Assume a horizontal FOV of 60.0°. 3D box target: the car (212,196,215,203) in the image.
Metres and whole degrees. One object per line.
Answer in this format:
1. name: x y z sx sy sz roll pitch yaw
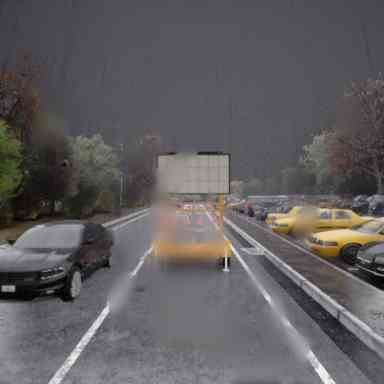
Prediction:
1. car: 7.341 1.504 66.937 5.566 2.045 2.435 0 0 0

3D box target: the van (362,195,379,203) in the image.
1. van: 20.029 1.343 33.450 4.442 1.987 1.878 0 0 0

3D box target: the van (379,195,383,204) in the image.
1. van: 20.242 1.329 30.678 4.442 1.987 1.878 0 0 0

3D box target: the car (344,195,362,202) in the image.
1. car: 20.138 1.333 36.219 5.566 2.045 2.435 0 0 0

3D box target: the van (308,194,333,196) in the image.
1. van: 20.386 1.433 50.194 4.442 1.987 1.878 0 0 0

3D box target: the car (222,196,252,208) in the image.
1. car: 7.179 1.555 53.056 4.553 1.767 2.185 0 0 0

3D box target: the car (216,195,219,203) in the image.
1. car: 7.246 1.710 58.607 5.008 1.535 2.097 0 0 0

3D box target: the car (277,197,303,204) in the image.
1. car: 20.416 1.788 69.439 5.008 1.535 2.097 0 -1 0

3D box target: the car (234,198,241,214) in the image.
1. car: 7.038 1.606 33.623 4.792 1.488 2.163 0 0 0

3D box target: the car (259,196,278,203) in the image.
1. car: 20.523 2.078 88.829 4.553 1.767 2.185 0 -1 0

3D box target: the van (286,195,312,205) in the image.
1. van: 20.487 1.506 63.919 4.442 1.987 1.878 0 0 0

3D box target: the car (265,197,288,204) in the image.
1. car: 20.487 2.027 80.516 4.892 1.521 2.231 0 -1 0

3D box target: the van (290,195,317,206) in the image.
1. van: 20.468 1.492 61.274 4.442 1.987 1.878 0 0 0

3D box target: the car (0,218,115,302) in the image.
1. car: -3.346 1.492 8.563 1.882 1.535 5.008 0 0 0

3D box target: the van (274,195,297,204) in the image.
1. van: 20.315 1.622 72.214 4.442 1.987 1.878 0 -1 0

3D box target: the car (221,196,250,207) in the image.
1. car: 7.199 1.570 55.832 4.553 1.767 2.185 0 0 0

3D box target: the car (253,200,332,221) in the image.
1. car: 6.979 1.527 22.518 4.892 1.521 2.231 0 0 0

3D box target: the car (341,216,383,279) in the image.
1. car: 6.889 1.554 8.649 4.892 1.521 2.231 0 0 0

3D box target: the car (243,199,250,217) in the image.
1. car: 7.056 1.577 28.070 4.792 1.488 2.163 0 0 0

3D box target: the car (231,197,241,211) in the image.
1. car: 7.058 1.621 36.399 4.792 1.488 2.163 0 0 0

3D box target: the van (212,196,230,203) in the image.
1. van: 7.573 1.930 86.349 4.442 1.987 1.878 0 -1 0

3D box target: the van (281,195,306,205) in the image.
1. van: 20.275 1.522 66.824 4.442 1.987 1.878 0 -1 0

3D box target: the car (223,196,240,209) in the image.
1. car: 6.943 1.619 41.952 5.366 1.575 1.946 0 0 0

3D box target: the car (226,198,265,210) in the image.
1. car: 7.155 1.637 44.727 4.892 1.521 2.231 0 0 0

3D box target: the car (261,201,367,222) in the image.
1. car: 7.150 1.521 19.749 5.366 1.575 1.946 0 0 0

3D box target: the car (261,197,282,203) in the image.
1. car: 20.530 2.147 86.181 5.008 1.535 2.097 0 -1 0

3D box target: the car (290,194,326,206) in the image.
1. car: 20.302 1.452 58.505 5.566 2.045 2.435 0 0 0

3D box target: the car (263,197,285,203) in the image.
1. car: 20.508 2.085 83.286 5.008 1.535 2.097 0 -1 0

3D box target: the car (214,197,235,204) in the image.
1. car: 7.377 1.958 75.241 4.674 1.452 2.002 0 -1 0

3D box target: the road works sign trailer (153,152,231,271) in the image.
1. road works sign trailer: 0.054 0.483 10.959 2.380 3.560 2.880 0 0 3

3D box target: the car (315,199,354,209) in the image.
1. car: 20.252 1.684 47.423 4.674 1.452 2.002 0 0 0

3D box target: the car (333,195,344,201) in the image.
1. car: 20.159 1.348 38.989 5.566 2.045 2.435 0 0 0

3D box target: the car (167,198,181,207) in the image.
1. car: -3.055 1.730 57.204 1.837 1.490 4.892 0 -1 0

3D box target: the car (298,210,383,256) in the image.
1. car: 6.718 1.540 11.426 5.366 1.575 1.946 0 0 0

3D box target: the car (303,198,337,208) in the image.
1. car: 20.287 1.713 52.837 4.674 1.452 2.002 0 0 0

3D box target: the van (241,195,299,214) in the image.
1. van: 7.163 1.336 30.847 4.442 1.987 1.878 0 0 0

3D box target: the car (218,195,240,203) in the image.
1. car: 7.004 1.663 50.280 5.366 1.575 1.946 0 0 0

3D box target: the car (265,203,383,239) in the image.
1. car: 6.760 1.524 17.099 5.366 1.575 1.946 0 0 0

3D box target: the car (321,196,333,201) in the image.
1. car: 20.222 1.628 44.528 5.008 1.535 2.097 0 0 0

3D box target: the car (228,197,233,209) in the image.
1. car: 7.079 1.636 39.175 4.792 1.488 2.163 0 0 0

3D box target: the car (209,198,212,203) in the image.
1. car: 7.441 2.096 83.569 5.008 1.535 2.097 0 -1 0

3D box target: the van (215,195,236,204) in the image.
1. van: 7.237 1.633 72.473 4.442 1.987 1.878 0 -1 0

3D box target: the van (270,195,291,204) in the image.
1. van: 20.590 1.741 77.751 4.442 1.987 1.878 0 -1 0

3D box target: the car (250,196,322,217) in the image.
1. car: 7.037 1.409 25.297 4.553 1.767 2.185 0 0 0

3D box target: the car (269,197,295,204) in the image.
1. car: 20.268 1.904 74.977 5.366 1.575 1.946 0 -1 0

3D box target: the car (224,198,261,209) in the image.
1. car: 7.163 1.652 47.503 4.892 1.521 2.231 0 0 0
